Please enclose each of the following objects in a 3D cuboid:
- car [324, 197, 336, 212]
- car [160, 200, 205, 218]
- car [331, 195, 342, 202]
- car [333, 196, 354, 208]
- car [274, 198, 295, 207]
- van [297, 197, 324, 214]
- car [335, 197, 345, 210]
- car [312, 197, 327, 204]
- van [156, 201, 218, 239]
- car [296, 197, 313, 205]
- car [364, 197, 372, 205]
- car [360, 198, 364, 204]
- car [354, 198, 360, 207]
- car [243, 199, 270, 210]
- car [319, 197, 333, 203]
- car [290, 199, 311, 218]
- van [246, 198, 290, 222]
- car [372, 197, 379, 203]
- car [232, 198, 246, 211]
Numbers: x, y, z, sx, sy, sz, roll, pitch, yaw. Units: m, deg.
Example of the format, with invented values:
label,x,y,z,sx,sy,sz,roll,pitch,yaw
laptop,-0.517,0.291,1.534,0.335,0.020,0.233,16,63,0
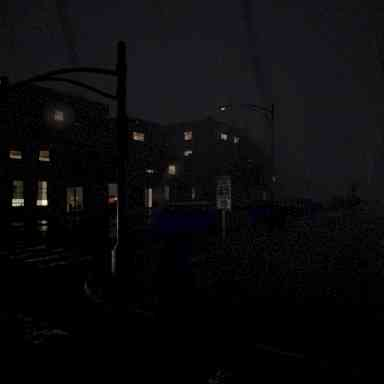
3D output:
label,x,y,z,sx,sy,sz,roll,pitch,yaw
car,15.755,1.671,40.435,1.752,1.417,4.829,0,0,35
car,-0.792,1.558,31.400,1.752,1.417,4.829,0,0,35
car,37.284,1.712,85.836,1.967,1.590,4.097,0,0,35
car,21.988,1.497,49.346,2.192,1.841,5.009,0,0,35
car,15.130,1.665,54.163,1.887,1.381,4.507,0,0,35
van,12.493,1.469,35.771,1.690,1.788,3.998,0,0,35
car,18.821,1.729,44.820,1.947,1.339,4.313,0,0,35
car,27.691,1.728,72.122,1.752,1.417,4.829,0,0,35
van,-0.167,1.406,17.672,1.690,1.788,3.998,0,0,35
car,21.459,1.705,63.212,1.887,1.381,4.507,0,0,35
car,34.646,1.809,67.444,1.887,1.381,4.507,0,0,35
car,28.414,1.748,58.534,1.752,1.417,4.829,0,0,35
car,25.153,1.516,53.871,2.192,1.841,5.009,0,0,35
car,8.800,1.628,45.114,1.887,1.381,4.507,0,0,35
car,30.953,1.792,76.787,1.947,1.339,4.313,0,0,35
car,9.327,1.655,31.245,1.887,1.381,4.507,0,0,35
van,6.163,1.436,26.722,1.690,1.788,3.998,0,0,35
car,44.141,1.899,81.018,1.947,1.339,4.313,0,0,35
car,5.636,1.506,40.590,1.967,1.590,4.097,0,0,35
